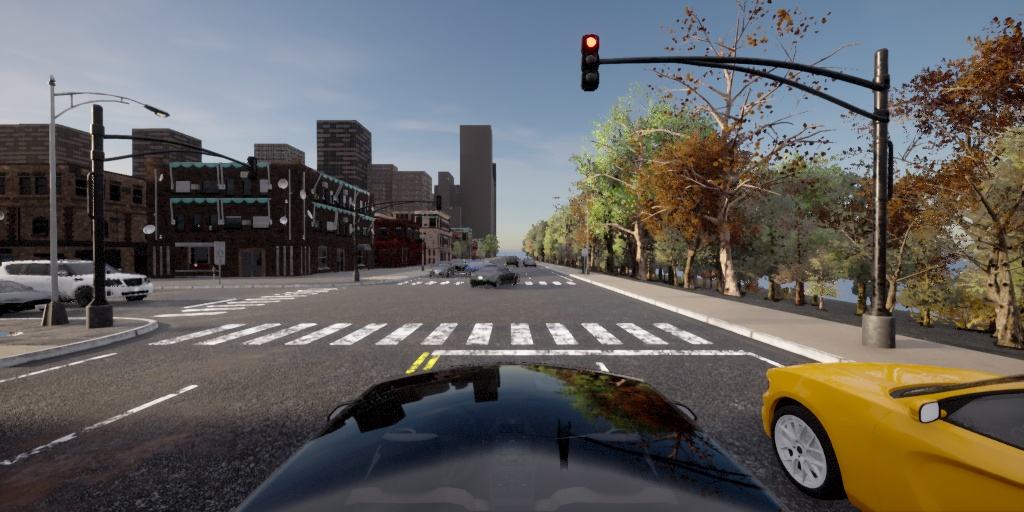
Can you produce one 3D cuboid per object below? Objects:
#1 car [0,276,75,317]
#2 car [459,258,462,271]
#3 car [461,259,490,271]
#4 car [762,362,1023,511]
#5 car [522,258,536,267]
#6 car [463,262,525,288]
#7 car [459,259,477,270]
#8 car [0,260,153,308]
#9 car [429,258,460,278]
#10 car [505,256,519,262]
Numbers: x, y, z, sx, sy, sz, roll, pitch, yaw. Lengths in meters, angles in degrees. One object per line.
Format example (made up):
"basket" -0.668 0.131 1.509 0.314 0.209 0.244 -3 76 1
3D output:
"car" -19.959 1.565 13.537 4.313 1.339 1.948 0 0 0
"car" -6.635 1.087 44.216 2.097 1.767 4.553 0 0 0
"car" -3.376 1.217 34.733 1.882 1.535 5.008 0 0 0
"car" 3.351 1.228 1.432 1.882 1.535 5.008 0 0 0
"car" 3.280 1.290 64.261 1.994 1.385 4.181 0 0 0
"car" -1.079 1.308 23.814 1.994 1.385 4.181 0 0 26
"car" -6.634 1.222 54.585 2.128 1.511 4.902 0 0 0
"car" -19.779 1.190 16.241 5.566 2.045 2.150 0 1 0
"car" -6.625 1.231 34.342 2.128 1.511 4.902 0 0 0
"car" 0.034 0.946 63.601 2.150 2.045 5.566 0 0 0
